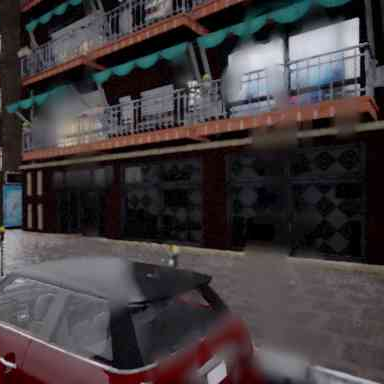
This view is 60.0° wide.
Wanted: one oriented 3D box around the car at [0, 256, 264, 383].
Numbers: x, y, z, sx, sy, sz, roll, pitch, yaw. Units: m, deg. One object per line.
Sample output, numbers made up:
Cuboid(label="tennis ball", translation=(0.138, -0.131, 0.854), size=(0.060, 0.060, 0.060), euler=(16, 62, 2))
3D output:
Cuboid(label="car", translation=(-1.384, 1.463, 3.721), size=(4.097, 1.590, 1.967), euler=(0, -1, 36))
